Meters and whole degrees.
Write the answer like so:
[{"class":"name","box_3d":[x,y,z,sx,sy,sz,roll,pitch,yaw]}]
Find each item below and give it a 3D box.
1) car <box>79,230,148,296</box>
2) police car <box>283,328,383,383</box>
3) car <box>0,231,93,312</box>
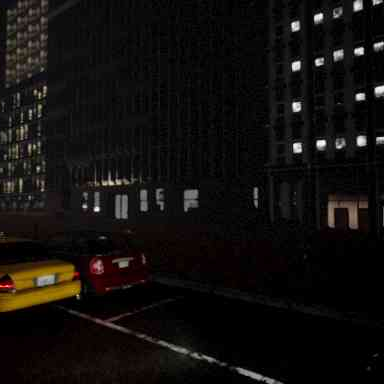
[{"class":"car","box_3d":[-3.147,1.736,8.922,4.097,1.590,1.967,-1,-3,37]},{"class":"police car","box_3d":[3.108,1.527,1.680,5.238,1.638,1.930,-1,-2,35]},{"class":"car","box_3d":[-4.833,1.699,7.912,5.366,1.575,1.801,-1,-3,37]}]
